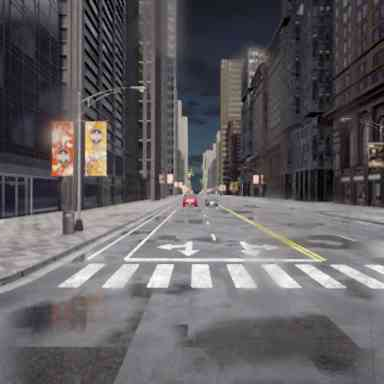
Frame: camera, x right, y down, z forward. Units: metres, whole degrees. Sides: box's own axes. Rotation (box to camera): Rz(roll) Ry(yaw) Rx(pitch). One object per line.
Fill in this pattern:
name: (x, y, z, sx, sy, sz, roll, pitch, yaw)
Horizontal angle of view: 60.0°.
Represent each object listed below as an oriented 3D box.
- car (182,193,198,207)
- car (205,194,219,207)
car: (-0.285, 1.237, 51.188, 2.150, 2.045, 5.566, 0, 0, 0)
car: (2.964, 1.513, 51.193, 2.128, 1.511, 4.902, 0, 0, 0)
